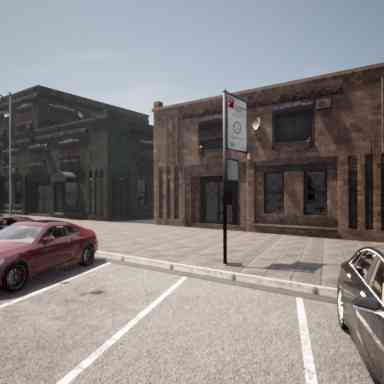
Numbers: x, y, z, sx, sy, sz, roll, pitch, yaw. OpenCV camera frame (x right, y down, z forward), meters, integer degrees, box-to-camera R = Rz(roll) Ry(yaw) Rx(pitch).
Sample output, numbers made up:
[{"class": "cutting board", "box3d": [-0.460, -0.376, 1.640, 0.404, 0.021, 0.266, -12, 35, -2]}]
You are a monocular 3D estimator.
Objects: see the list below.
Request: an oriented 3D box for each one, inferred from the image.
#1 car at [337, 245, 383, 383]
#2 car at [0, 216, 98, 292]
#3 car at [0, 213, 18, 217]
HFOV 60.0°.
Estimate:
[{"class": "car", "box3d": [2.984, 1.487, 3.967, 2.231, 1.521, 4.892, 1, -1, 15]}, {"class": "car", "box3d": [-4.356, 1.527, 9.176, 2.002, 1.452, 4.674, 1, -1, 15]}, {"class": "car", "box3d": [-6.809, 1.518, 10.888, 2.163, 1.488, 4.792, 1, -1, 16]}]
